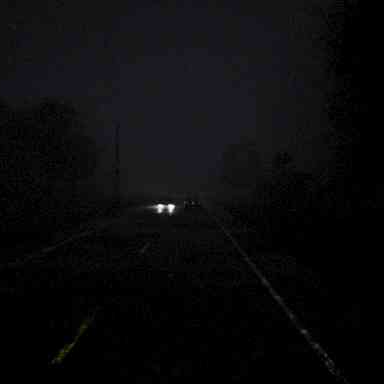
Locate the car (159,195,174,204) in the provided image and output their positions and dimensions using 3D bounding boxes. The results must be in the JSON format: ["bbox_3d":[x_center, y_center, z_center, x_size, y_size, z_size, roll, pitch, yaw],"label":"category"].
[{"bbox_3d":[-3.542,1.021,46.761,1.895,1.301,4.718,0,1,1],"label":"car"}]

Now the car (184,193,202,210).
[{"bbox_3d":[0.100,1.105,35.418,2.033,1.411,5.357,0,1,0],"label":"car"}]

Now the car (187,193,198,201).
[{"bbox_3d":[0.113,0.849,61.607,1.895,1.301,4.718,0,1,0],"label":"car"}]
